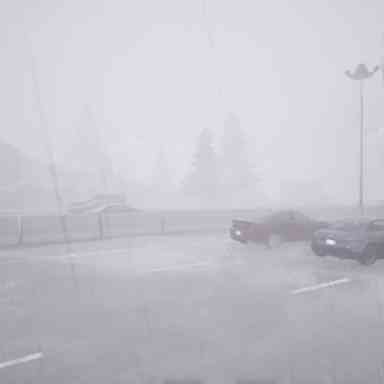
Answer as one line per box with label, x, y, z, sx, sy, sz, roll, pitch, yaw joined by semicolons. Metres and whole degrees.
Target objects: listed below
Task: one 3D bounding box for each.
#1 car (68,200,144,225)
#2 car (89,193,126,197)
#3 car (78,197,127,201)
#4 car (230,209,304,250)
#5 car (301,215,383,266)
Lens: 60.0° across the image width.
car;-5.265;1.477;21.301;4.674;1.442;1.812;0;0;-32
car;-8.768;1.148;31.489;5.566;2.045;2.150;0;0;-31
car;-7.739;1.412;27.987;5.008;1.535;1.882;0;0;-31
car;3.959;1.470;14.394;5.008;1.535;1.882;0;0;-31
car;6.137;1.568;11.610;4.181;1.385;1.994;0;0;-31
